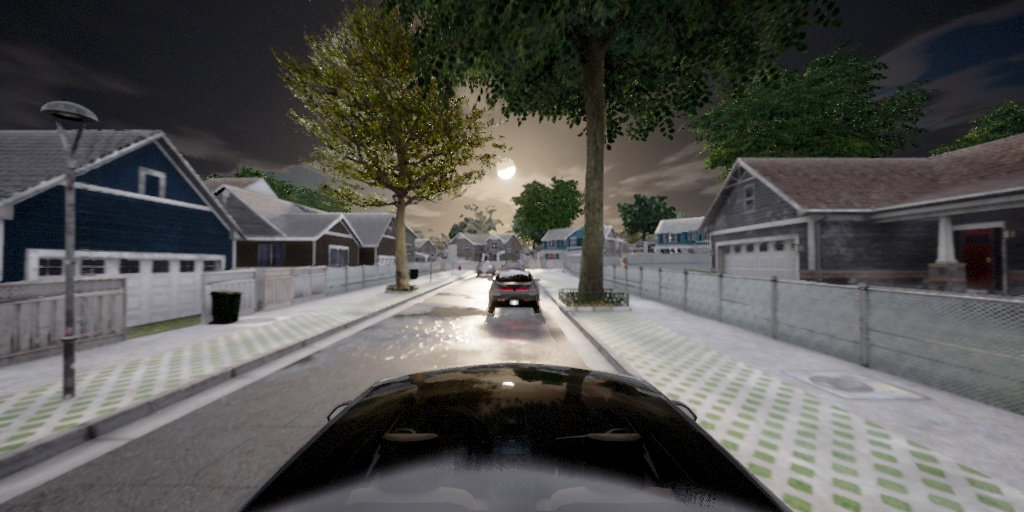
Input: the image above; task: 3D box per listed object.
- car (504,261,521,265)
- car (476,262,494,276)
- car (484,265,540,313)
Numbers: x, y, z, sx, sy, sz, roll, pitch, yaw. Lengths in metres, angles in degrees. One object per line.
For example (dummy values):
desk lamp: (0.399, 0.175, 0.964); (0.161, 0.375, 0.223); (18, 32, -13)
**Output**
car: (0.074, 1.206, 32.535); (2.097, 1.767, 4.553); (0, 0, 0)
car: (-2.768, 1.369, 38.857); (2.128, 1.511, 4.902); (0, 0, 0)
car: (0.083, 1.293, 14.298); (1.837, 1.490, 4.892); (0, 0, 0)
